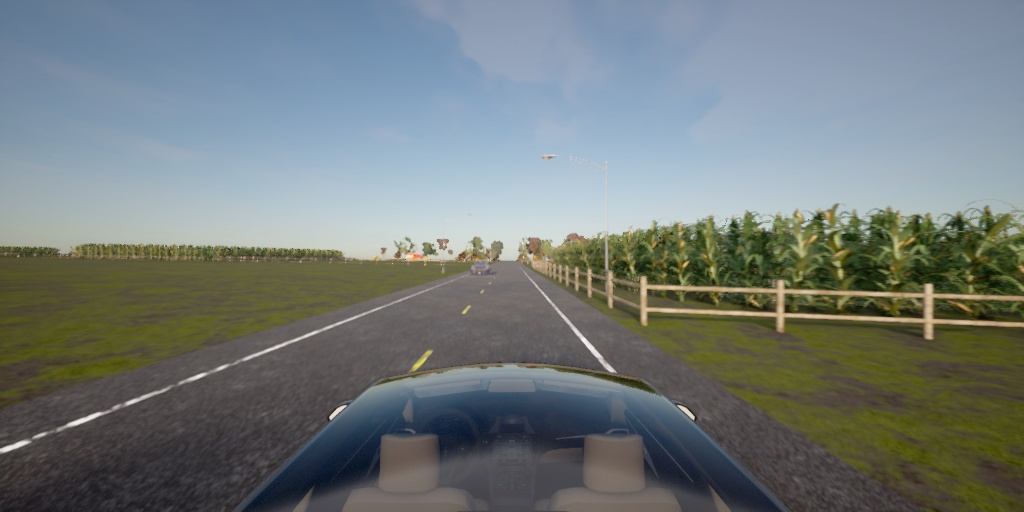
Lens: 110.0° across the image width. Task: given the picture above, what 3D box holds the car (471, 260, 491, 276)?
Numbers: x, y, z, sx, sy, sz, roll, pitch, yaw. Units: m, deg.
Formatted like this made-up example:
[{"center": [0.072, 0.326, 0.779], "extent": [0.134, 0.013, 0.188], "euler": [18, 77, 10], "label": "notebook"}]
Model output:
[{"center": [-3.585, 1.329, 41.840], "extent": [2.097, 1.767, 4.553], "euler": [0, 0, 0], "label": "car"}]
